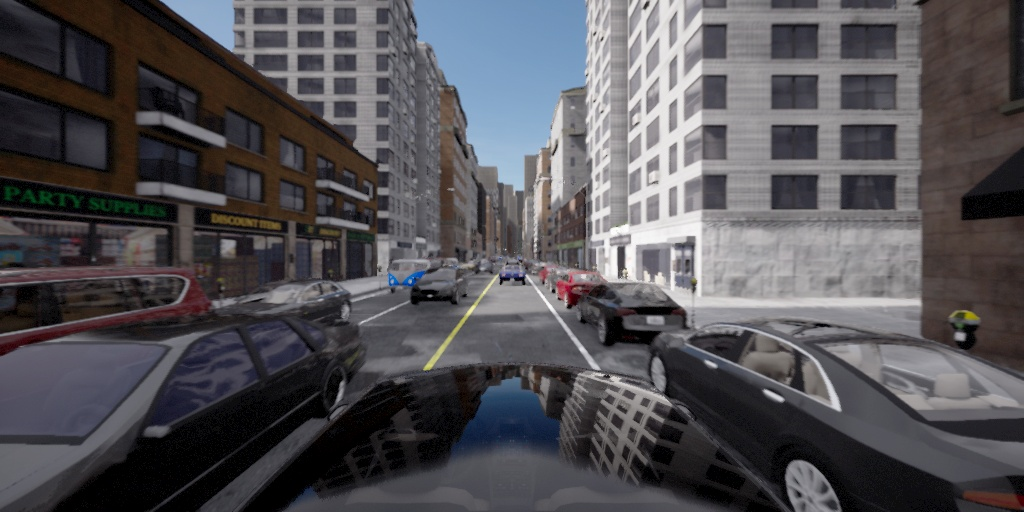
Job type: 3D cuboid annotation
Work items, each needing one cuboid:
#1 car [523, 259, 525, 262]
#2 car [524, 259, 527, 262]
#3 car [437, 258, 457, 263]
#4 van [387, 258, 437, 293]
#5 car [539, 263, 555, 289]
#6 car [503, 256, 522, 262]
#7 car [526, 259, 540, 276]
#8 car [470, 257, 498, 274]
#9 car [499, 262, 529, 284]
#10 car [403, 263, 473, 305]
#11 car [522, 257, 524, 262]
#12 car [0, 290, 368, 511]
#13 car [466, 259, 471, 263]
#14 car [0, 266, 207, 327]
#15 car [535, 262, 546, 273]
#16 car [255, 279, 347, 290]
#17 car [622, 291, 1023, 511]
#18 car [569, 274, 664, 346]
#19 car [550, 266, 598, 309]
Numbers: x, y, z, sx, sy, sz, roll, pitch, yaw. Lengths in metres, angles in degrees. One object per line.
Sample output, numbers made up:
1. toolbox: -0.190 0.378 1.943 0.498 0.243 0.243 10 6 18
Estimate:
1. car: 2.851 1.291 47.908 1.802 1.307 4.207 0 0 0
2. car: 2.852 1.266 42.382 2.007 1.370 4.403 0 0 0
3. car: -5.671 1.049 25.804 2.192 1.841 5.009 0 0 0
4. van: -5.671 1.080 20.278 1.690 1.789 3.998 0 0 0
5. car: 2.855 1.289 20.278 2.007 1.370 4.403 0 0 0
6. car: 0.088 1.186 48.520 1.882 1.535 5.008 0 0 0
7. car: 2.853 1.273 36.857 2.007 1.370 4.403 0 0 0
8. car: -3.016 1.212 39.641 2.128 1.511 4.902 0 0 0
9. car: 0.044 1.334 26.670 1.895 1.301 4.718 0 0 1
10. car: -3.085 1.247 15.971 1.837 1.490 4.892 0 0 0
11. car: 2.851 1.143 53.434 1.967 1.591 4.097 0 0 0
12. car: -3.096 1.297 3.172 2.033 1.411 5.357 0 0 0
13. car: -5.674 1.235 47.738 1.751 1.417 4.829 0 0 0
14. car: -5.668 1.064 3.700 2.192 1.841 5.009 0 0 0
15. car: 2.854 1.316 25.804 1.802 1.307 4.207 0 0 0
16. car: -5.669 1.297 9.227 2.007 1.370 4.403 0 0 0
17. car: 2.857 1.300 3.700 2.007 1.370 4.403 0 0 0
18. car: 2.856 1.312 9.226 1.948 1.339 4.313 0 0 0
19. car: 2.855 1.288 14.753 1.888 1.381 4.507 0 0 0
